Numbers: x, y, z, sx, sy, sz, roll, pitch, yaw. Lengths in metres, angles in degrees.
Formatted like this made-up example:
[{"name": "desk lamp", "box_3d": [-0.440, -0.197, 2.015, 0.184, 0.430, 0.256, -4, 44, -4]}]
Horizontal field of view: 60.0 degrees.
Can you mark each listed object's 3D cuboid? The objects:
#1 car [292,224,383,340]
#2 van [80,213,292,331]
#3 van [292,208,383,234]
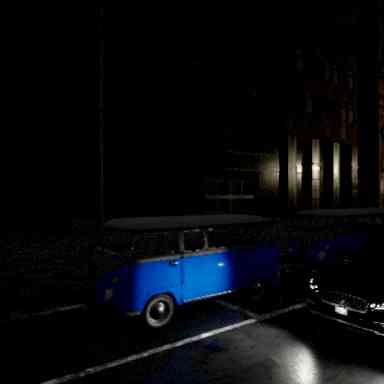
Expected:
[{"name": "car", "box_3d": [4.211, 1.534, 6.385, 4.892, 1.490, 1.837, 0, 0, -36]}, {"name": "van", "box_3d": [-0.033, 1.357, 6.625, 3.998, 1.788, 1.690, 0, 0, -36]}, {"name": "van", "box_3d": [4.540, 1.380, 9.890, 3.998, 1.788, 1.690, 0, 0, -36]}]
